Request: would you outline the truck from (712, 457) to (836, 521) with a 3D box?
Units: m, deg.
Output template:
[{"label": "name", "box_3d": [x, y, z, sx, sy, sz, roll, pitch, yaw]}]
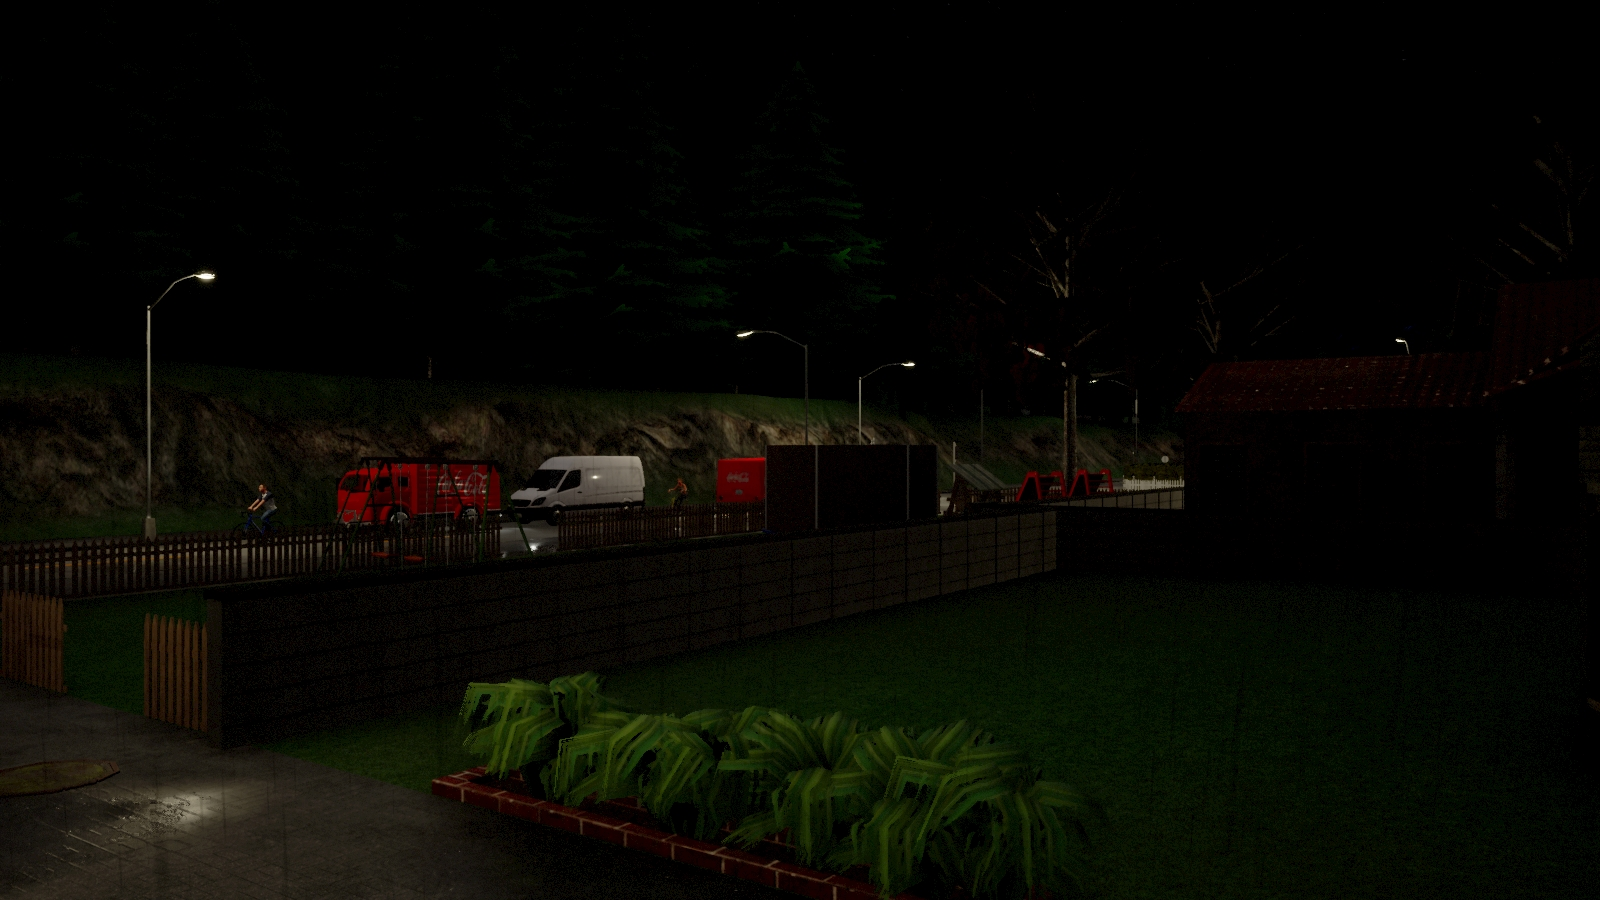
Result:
[{"label": "truck", "box_3d": [-1.016, 1.565, 48.219, 2.627, 2.467, 5.204, 0, 1, 35]}]

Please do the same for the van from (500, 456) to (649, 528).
[{"label": "van", "box_3d": [-8.627, 1.522, 44.299, 1.988, 2.561, 5.915, 0, 0, 35]}]

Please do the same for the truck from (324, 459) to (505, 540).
[{"label": "truck", "box_3d": [-12.825, 1.556, 38.322, 2.627, 2.467, 5.204, 0, 0, 35]}]

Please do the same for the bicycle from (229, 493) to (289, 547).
[{"label": "bicycle", "box_3d": [-15.989, 2.043, 33.811, 0.373, 1.496, 1.643, 0, 0, 35]}]
